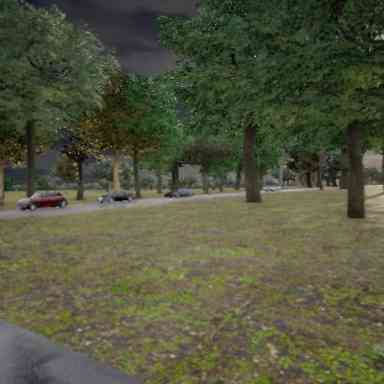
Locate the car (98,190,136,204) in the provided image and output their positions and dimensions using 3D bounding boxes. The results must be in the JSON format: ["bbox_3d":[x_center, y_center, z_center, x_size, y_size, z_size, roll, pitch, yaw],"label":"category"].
[{"bbox_3d":[-8.887,0.578,39.508,2.128,1.511,4.902,-1,2,38],"label":"car"}]

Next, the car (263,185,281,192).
[{"bbox_3d":[15.944,-0.684,65.695,1.895,1.301,4.718,-1,1,37],"label":"car"}]

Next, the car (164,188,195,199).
[{"bbox_3d":[-1.780,0.183,48.729,2.033,1.411,5.357,-1,1,37],"label":"car"}]

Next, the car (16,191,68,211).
[{"bbox_3d":[-14.515,0.805,32.205,2.097,1.767,4.553,-1,2,38],"label":"car"}]
